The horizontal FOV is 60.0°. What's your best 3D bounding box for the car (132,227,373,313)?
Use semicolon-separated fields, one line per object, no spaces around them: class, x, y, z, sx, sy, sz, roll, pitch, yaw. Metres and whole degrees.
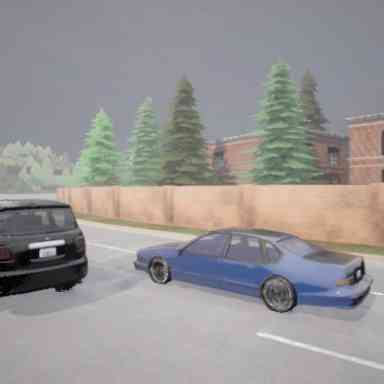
car;1.058;1.534;7.642;5.357;1.411;2.033;0;0;37

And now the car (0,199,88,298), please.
car;-4.684;1.179;7.771;5.566;2.045;2.150;0;0;40
